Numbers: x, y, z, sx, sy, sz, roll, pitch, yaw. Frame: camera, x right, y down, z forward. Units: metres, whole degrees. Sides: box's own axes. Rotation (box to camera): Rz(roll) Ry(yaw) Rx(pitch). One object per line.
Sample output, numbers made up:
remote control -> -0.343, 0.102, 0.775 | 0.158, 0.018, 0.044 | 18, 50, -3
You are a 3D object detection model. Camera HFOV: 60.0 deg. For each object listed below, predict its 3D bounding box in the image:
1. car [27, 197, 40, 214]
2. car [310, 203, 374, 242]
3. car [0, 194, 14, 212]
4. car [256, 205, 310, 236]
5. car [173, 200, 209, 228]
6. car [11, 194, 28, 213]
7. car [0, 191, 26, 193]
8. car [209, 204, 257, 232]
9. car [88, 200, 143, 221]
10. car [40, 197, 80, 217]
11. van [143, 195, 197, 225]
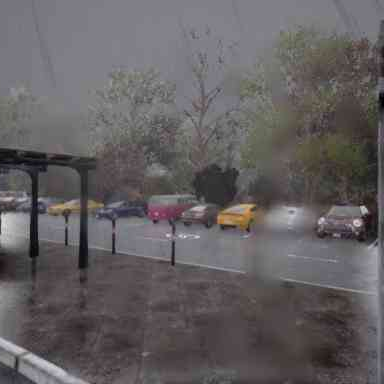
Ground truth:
car -> -12.444, 1.327, 31.528 | 2.163, 1.488, 4.792 | 1, 0, 35
car -> 7.943, 1.401, 17.092 | 2.185, 1.767, 4.553 | 1, 0, 35
car -> -16.987, 1.247, 34.717 | 2.097, 1.535, 5.008 | 1, 0, 35
car -> 5.657, 1.541, 18.669 | 2.002, 1.452, 4.674 | 1, 0, 35
car -> 1.126, 1.489, 21.878 | 2.002, 1.452, 4.674 | 1, 0, 35
car -> -14.722, 1.273, 33.113 | 2.231, 1.521, 4.892 | 1, 0, 35
car -> -21.536, 0.945, 37.896 | 2.435, 2.045, 5.566 | 1, 0, 35
car -> 3.391, 1.475, 20.271 | 2.097, 1.535, 5.008 | 1, 0, 35
car -> -5.683, 1.403, 26.668 | 2.163, 1.488, 4.792 | 1, 0, 35
car -> -10.304, 1.320, 29.749 | 1.946, 1.575, 5.366 | 1, 0, 35
van -> -1.068, 1.198, 23.578 | 1.878, 1.987, 4.442 | 1, 0, 35
